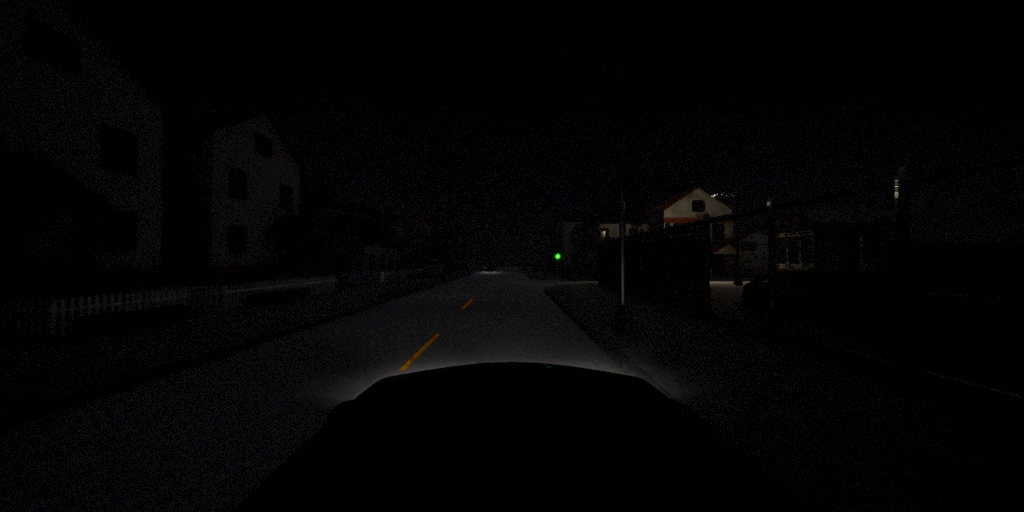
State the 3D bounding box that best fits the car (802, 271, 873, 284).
[{"bbox_3d":[31.657,1.741,34.958,4.674,1.442,1.812,0,-1,1],"label":"car"}]
